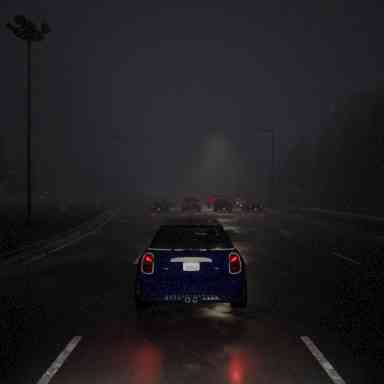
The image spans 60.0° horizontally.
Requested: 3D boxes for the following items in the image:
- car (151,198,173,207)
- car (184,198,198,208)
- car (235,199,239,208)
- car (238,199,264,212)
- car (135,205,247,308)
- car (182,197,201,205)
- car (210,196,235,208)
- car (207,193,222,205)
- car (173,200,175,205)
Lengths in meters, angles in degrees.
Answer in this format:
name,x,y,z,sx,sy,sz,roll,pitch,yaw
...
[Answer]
name,x,y,z,sx,sy,sz,roll,pitch,yaw
car,-3.583,1.601,38.326,1.895,1.301,4.718,0,0,0
car,-0.104,1.601,48.382,1.895,1.301,4.718,0,0,0
car,6.896,1.601,48.380,1.895,1.301,4.718,0,0,0
car,6.917,1.601,38.348,1.895,1.301,4.718,0,0,0
car,-0.018,1.352,8.062,2.097,1.767,4.553,0,0,0
car,-0.083,1.352,38.273,2.097,1.767,4.553,0,0,0
car,3.418,1.505,37.894,1.837,1.490,4.892,0,0,0
car,3.396,1.221,48.359,2.150,2.045,5.566,0,0,0
car,-3.604,1.564,48.379,1.994,1.385,4.181,0,0,0
